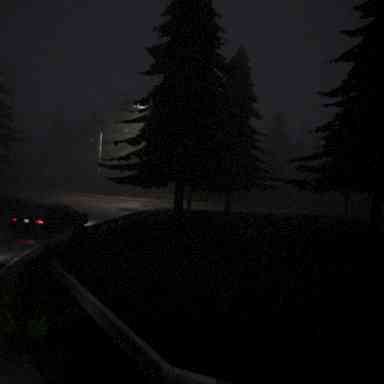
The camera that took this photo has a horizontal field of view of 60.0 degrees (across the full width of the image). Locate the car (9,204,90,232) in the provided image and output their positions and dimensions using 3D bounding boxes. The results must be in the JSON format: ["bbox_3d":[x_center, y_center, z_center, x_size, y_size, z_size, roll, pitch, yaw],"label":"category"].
[{"bbox_3d":[-7.430,1.358,17.978,2.033,1.411,5.357,5,1,7],"label":"car"}]
